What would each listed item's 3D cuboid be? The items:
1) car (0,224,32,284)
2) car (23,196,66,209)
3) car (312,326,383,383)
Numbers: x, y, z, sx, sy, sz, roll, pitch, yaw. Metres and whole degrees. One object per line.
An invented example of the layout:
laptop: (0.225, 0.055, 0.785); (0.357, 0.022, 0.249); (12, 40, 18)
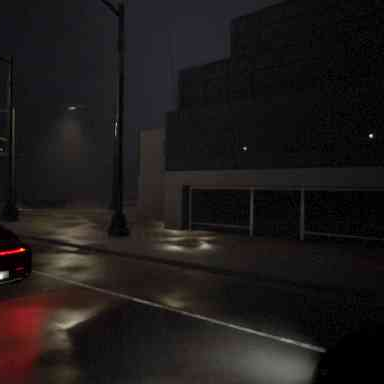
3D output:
car: (-5.826, 1.408, 8.121); (4.892, 1.490, 1.837); (1, 0, 35)
car: (-15.818, 1.073, 35.811); (1.994, 1.385, 4.181); (1, 1, 36)
car: (3.172, 1.505, 1.739); (4.892, 1.490, 1.837); (-1, -1, 35)
